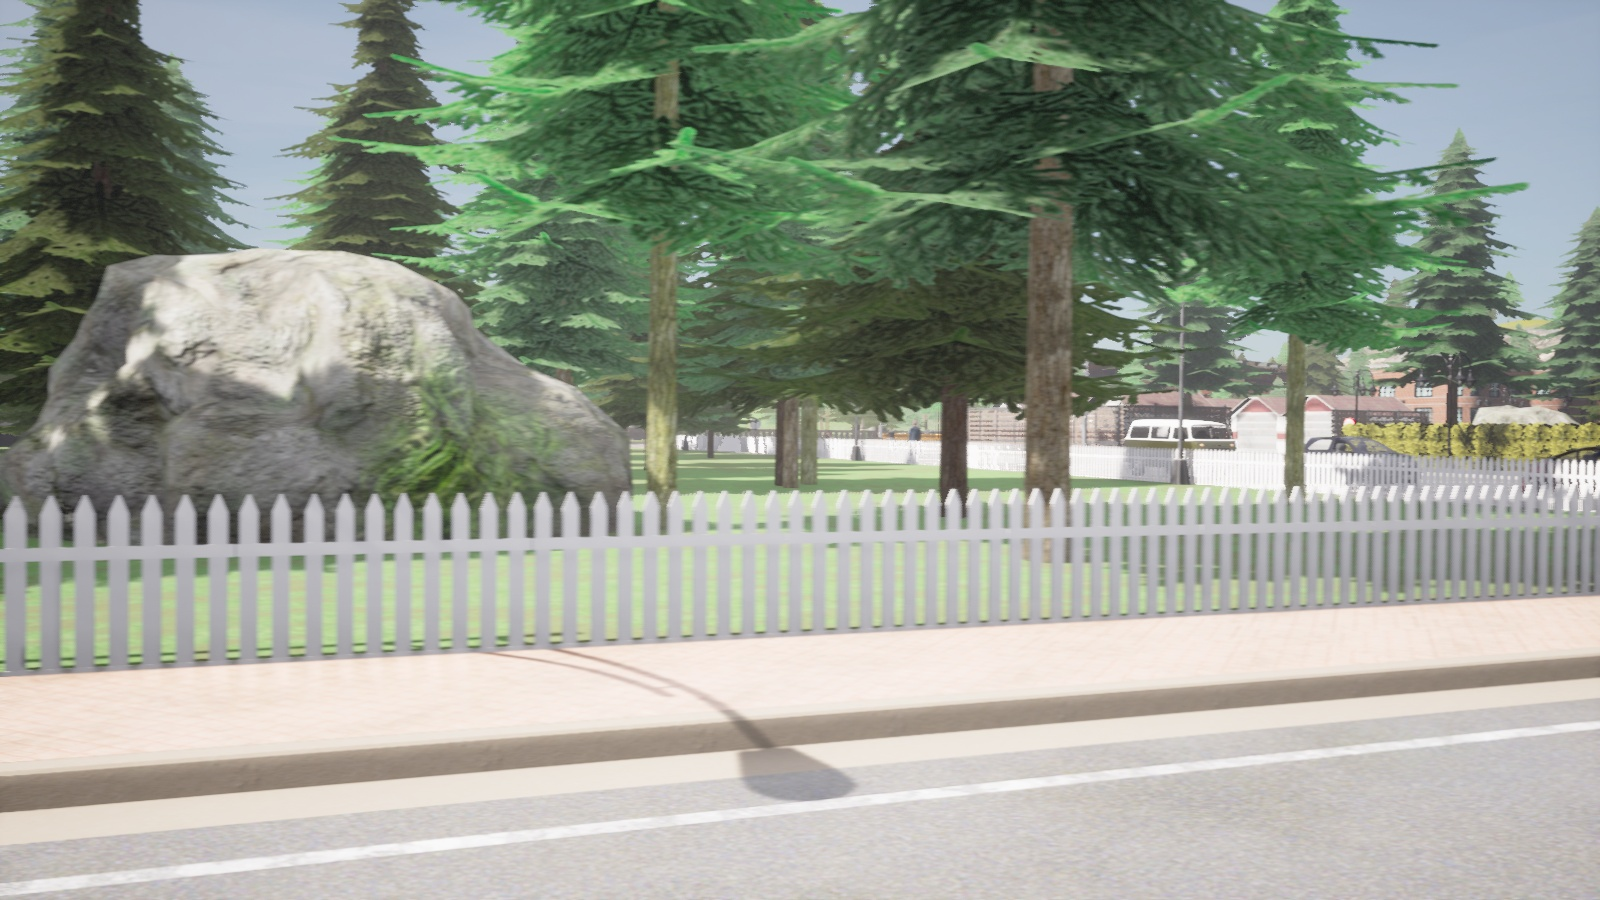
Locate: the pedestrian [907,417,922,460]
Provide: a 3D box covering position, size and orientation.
[{"bbox_3d":[4.950,-0.480,54.279,0.402,1.842,0.726,-1,1,-19],"label":"pedestrian"}]

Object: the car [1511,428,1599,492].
[{"bbox_3d":[18.432,0.207,28.017,1.994,1.385,4.181,-1,1,-19],"label":"car"}]

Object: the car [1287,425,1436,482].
[{"bbox_3d":[15.800,0.063,35.511,1.845,1.501,3.633,-1,1,-19],"label":"car"}]

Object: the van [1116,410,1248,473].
[{"bbox_3d":[13.072,-0.324,43.274,2.069,2.038,4.480,-1,1,-19],"label":"van"}]
